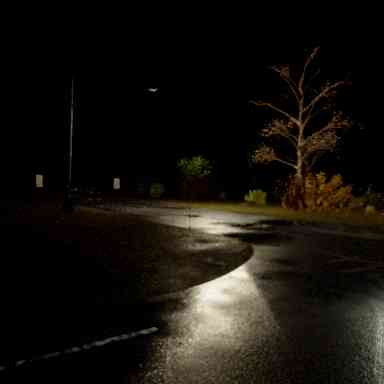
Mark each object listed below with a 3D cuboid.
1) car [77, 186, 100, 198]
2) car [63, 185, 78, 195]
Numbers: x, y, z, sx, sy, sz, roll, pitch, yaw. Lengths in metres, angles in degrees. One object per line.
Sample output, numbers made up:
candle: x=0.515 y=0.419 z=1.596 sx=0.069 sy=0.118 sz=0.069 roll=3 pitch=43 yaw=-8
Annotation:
car: x=-15.198 y=0.071 z=49.702 sx=1.812 sy=1.442 sz=4.674 roll=1 pitch=1 yaw=-35
car: x=-20.718 y=-0.398 z=57.504 sx=2.097 sy=1.767 sz=4.553 roll=1 pitch=1 yaw=-35
